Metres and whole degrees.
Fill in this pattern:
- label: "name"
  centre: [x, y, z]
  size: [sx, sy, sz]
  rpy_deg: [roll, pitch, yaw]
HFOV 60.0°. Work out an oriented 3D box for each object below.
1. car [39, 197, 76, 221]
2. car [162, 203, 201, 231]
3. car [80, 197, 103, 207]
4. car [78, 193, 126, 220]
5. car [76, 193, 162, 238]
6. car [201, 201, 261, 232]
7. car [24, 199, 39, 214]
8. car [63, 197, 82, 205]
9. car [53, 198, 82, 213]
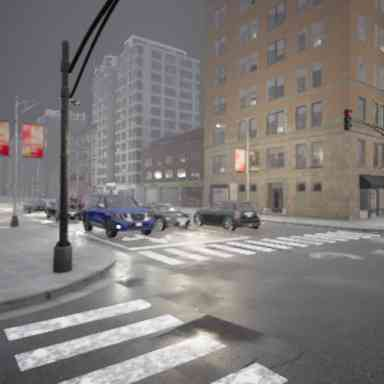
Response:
- label: "car"
  centre: [-9.974, 1.380, 25.852]
  size: [2.128, 1.511, 4.902]
  rpy_deg: [1, 0, -36]
- label: "car"
  centre: [-1.932, 1.448, 20.272]
  size: [2.128, 1.511, 4.902]
  rpy_deg: [1, 0, -36]
- label: "car"
  centre: [-15.097, 1.486, 49.925]
  size: [1.812, 1.442, 4.674]
  rpy_deg: [1, 0, -36]
- label: "car"
  centre: [-7.814, 1.143, 28.419]
  size: [2.150, 2.045, 5.566]
  rpy_deg: [1, 0, -36]
- label: "car"
  centre: [-4.065, 1.146, 17.680]
  size: [2.150, 2.045, 5.566]
  rpy_deg: [1, 0, -36]
- label: "car"
  centre: [2.027, 1.353, 20.557]
  size: [2.097, 1.767, 4.553]
  rpy_deg: [1, 0, -34]
- label: "car"
  centre: [-15.862, 1.429, 34.015]
  size: [1.994, 1.385, 4.181]
  rpy_deg: [1, 0, -36]
- label: "car"
  centre: [-20.909, 1.554, 57.957]
  size: [1.895, 1.301, 4.718]
  rpy_deg: [1, 0, -36]
- label: "car"
  centre: [-13.790, 1.404, 36.700]
  size: [1.837, 1.490, 4.892]
  rpy_deg: [1, 0, -36]
